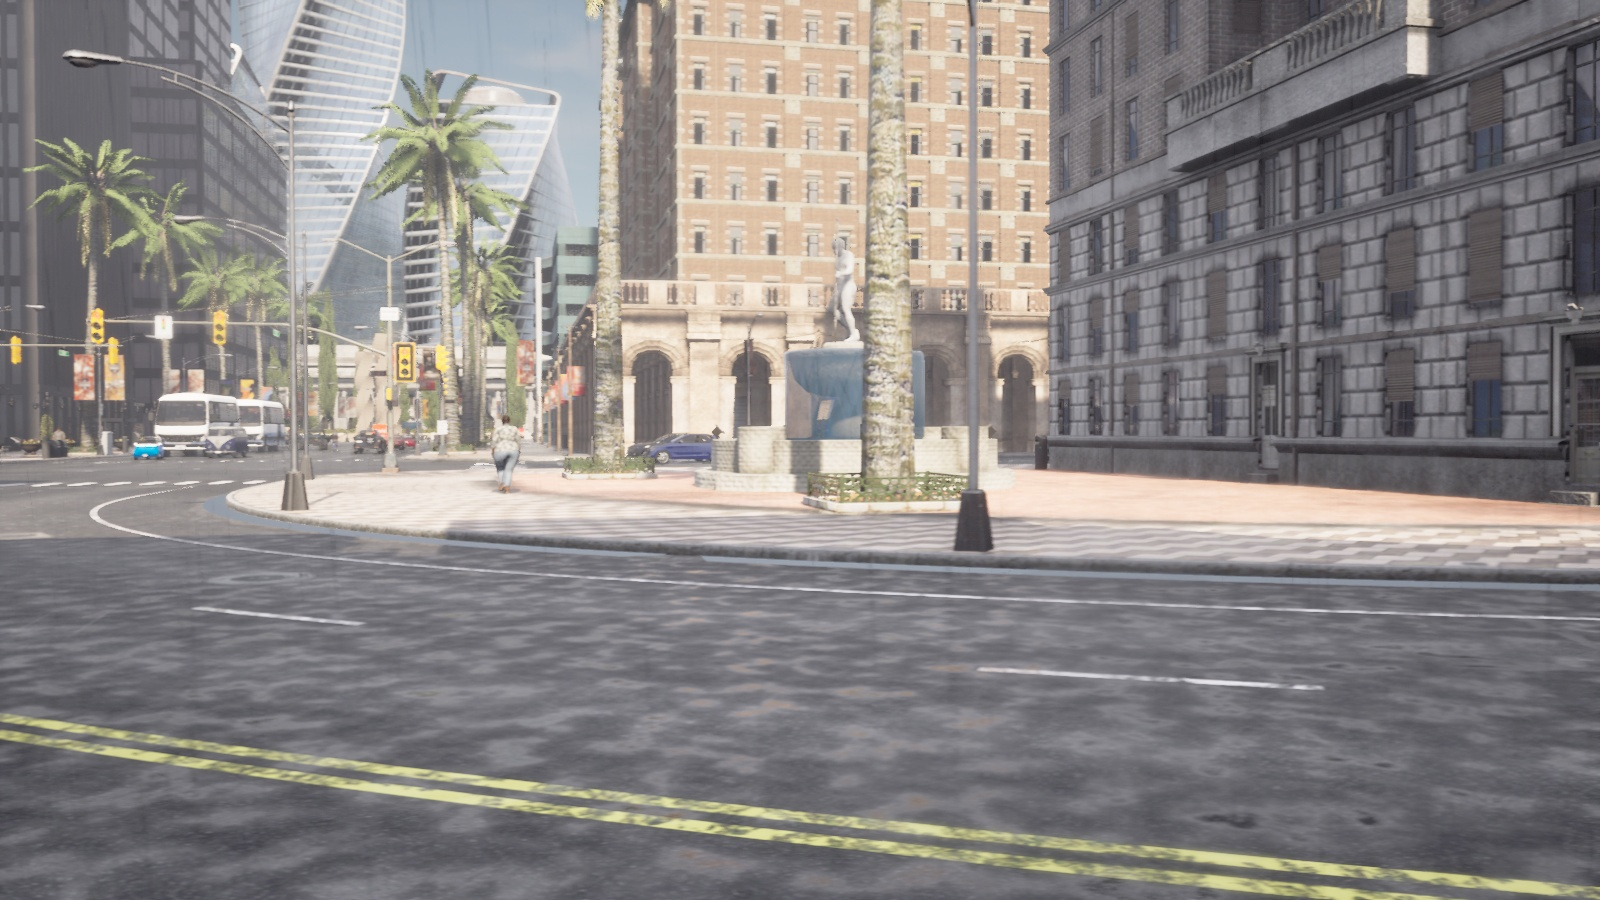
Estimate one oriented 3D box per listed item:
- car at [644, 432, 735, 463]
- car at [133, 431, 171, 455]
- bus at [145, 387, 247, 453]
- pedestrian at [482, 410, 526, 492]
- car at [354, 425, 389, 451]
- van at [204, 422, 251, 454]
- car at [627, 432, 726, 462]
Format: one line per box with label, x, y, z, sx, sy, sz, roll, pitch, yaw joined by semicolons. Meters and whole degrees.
car;-5.401;-0.107;61.069;4.193;1.474;1.816;0;1;-12
car;-38.501;-0.405;74.608;1.481;1.376;2.207;0;1;-12
bus;-40.831;-2.009;85.353;3.944;4.253;10.273;0;1;-12
pedestrian;-6.869;0.014;29.124;0.874;1.855;0.900;0;1;-21
car;-31.808;-0.900;93.304;1.932;1.855;4.605;0;1;-12
van;-35.783;-0.756;78.563;1.775;1.987;4.442;0;1;-12
car;-6.367;-0.171;64.457;4.892;1.490;1.837;0;1;-12
